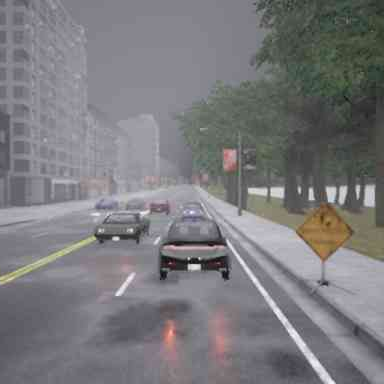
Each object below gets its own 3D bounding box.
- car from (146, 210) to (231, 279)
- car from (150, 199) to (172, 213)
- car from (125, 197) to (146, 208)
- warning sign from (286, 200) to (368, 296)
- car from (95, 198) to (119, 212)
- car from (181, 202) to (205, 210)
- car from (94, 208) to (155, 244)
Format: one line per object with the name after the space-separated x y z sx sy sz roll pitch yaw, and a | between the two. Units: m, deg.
0.069 1.525 10.095 2.128 1.511 4.902 0 0 0 | car
-3.173 1.453 34.176 1.882 1.535 5.008 0 1 0 | car
-6.615 1.419 39.284 1.837 1.490 4.892 0 1 0 | car
2.861 1.139 7.213 1.300 1.860 1.060 1 1 0 | warning sign
-9.867 1.398 38.807 1.882 1.535 5.008 0 1 0 | car
0.071 1.579 27.840 2.033 1.411 5.357 0 0 0 | car
-3.165 1.651 16.103 1.895 1.301 4.718 0 0 0 | car
